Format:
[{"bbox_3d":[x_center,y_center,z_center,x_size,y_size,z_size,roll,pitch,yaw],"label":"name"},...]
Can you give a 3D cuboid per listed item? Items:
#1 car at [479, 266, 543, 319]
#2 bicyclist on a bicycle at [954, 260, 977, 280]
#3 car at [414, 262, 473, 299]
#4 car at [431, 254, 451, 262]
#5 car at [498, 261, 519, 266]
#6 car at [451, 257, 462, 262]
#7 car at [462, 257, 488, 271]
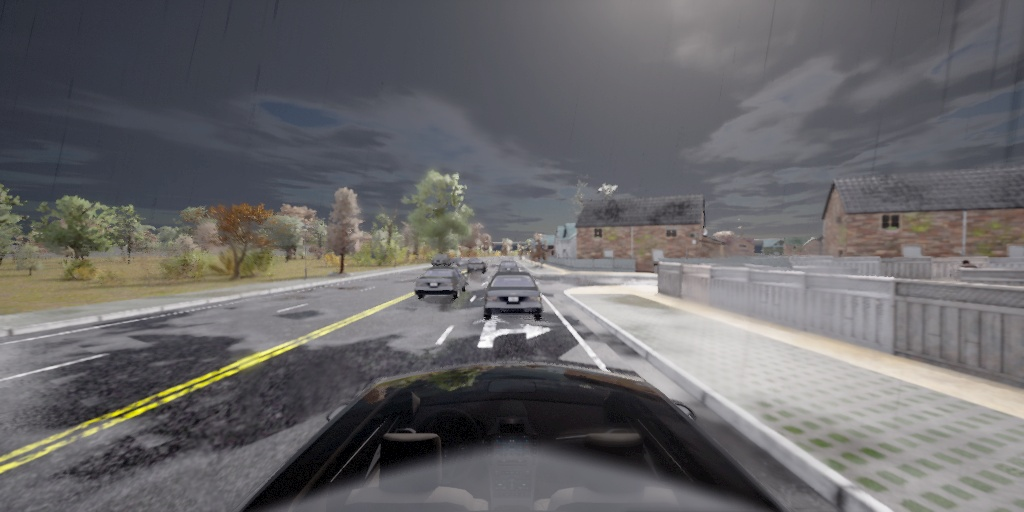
[{"bbox_3d":[0.023,1.244,12.565,2.033,1.411,5.357,0,0,0],"label":"car"},{"bbox_3d":[18.187,0.982,14.306,0.582,1.620,1.656,0,1,30],"label":"bicyclist on a bicycle"},{"bbox_3d":[-3.309,1.221,17.487,2.033,1.411,5.357,0,0,-1],"label":"car"},{"bbox_3d":[-10.607,0.706,54.046,2.150,2.045,5.566,0,0,-1],"label":"car"},{"bbox_3d":[-0.312,1.143,32.437,2.033,1.411,5.357,0,0,-1],"label":"car"},{"bbox_3d":[-7.360,0.972,54.282,2.128,1.511,4.902,0,0,-1],"label":"car"},{"bbox_3d":[-3.660,1.060,38.007,2.128,1.511,4.902,0,0,-1],"label":"car"}]
